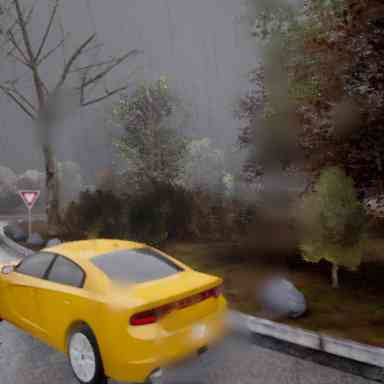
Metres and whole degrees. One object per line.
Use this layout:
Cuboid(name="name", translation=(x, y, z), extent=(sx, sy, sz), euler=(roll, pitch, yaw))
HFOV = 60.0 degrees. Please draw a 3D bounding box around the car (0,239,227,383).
Cuboid(name="car", translation=(-1.784, 1.540, 5.553), extent=(5.008, 1.535, 1.882), euler=(-1, -1, 41))
